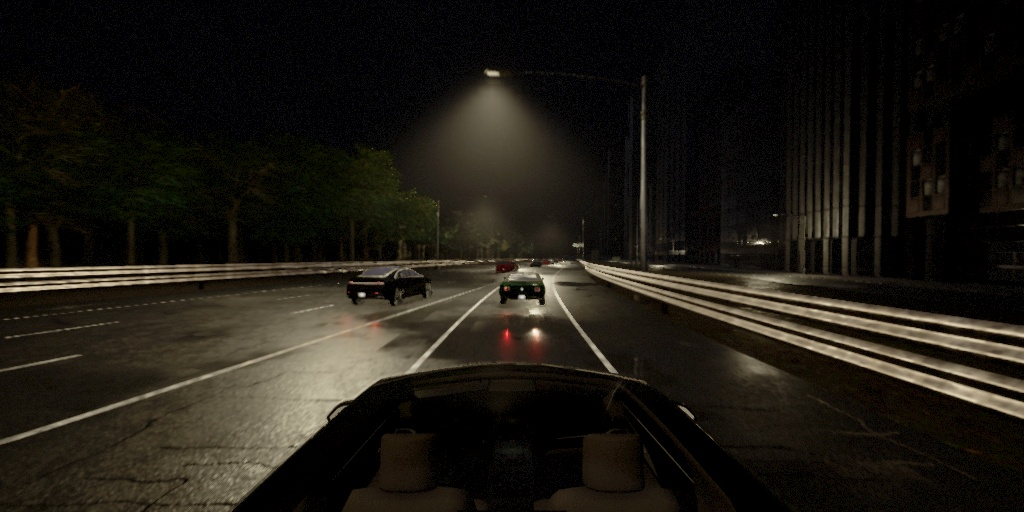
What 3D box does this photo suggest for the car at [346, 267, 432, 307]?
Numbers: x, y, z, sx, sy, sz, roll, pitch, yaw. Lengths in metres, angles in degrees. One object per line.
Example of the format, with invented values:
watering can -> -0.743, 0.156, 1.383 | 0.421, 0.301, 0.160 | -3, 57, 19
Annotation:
car -> -5.021, 1.206, 15.389 | 2.128, 1.511, 4.902 | 1, 0, 10

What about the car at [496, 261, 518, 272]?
car -> -0.473, 1.276, 40.646 | 1.882, 1.535, 5.008 | 0, 0, 10

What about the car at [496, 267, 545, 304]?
car -> 0.539, 1.363, 16.564 | 1.895, 1.301, 4.718 | 0, 0, 4
